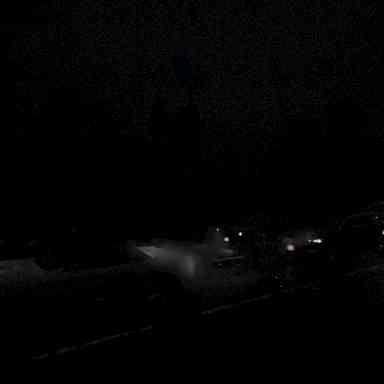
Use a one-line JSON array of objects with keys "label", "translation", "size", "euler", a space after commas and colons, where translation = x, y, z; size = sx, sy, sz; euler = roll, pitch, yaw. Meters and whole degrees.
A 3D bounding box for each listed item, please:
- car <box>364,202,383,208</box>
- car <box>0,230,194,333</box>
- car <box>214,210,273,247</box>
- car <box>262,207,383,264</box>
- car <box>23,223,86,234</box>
[{"label": "car", "translation": [11.856, 1.457, 21.032], "size": [4.892, 1.490, 1.837], "euler": [-1, 1, -35]}, {"label": "car", "translation": [-2.372, 1.601, 6.599], "size": [4.718, 1.301, 1.895], "euler": [0, 0, -36]}, {"label": "car", "translation": [3.578, 1.546, 15.144], "size": [5.357, 1.411, 2.033], "euler": [0, 0, -35]}, {"label": "car", "translation": [5.109, 1.490, 11.935], "size": [4.902, 1.511, 2.128], "euler": [0, 0, -35]}, {"label": "car", "translation": [-4.304, 1.601, 9.535], "size": [4.718, 1.301, 1.895], "euler": [0, 0, -35]}]
